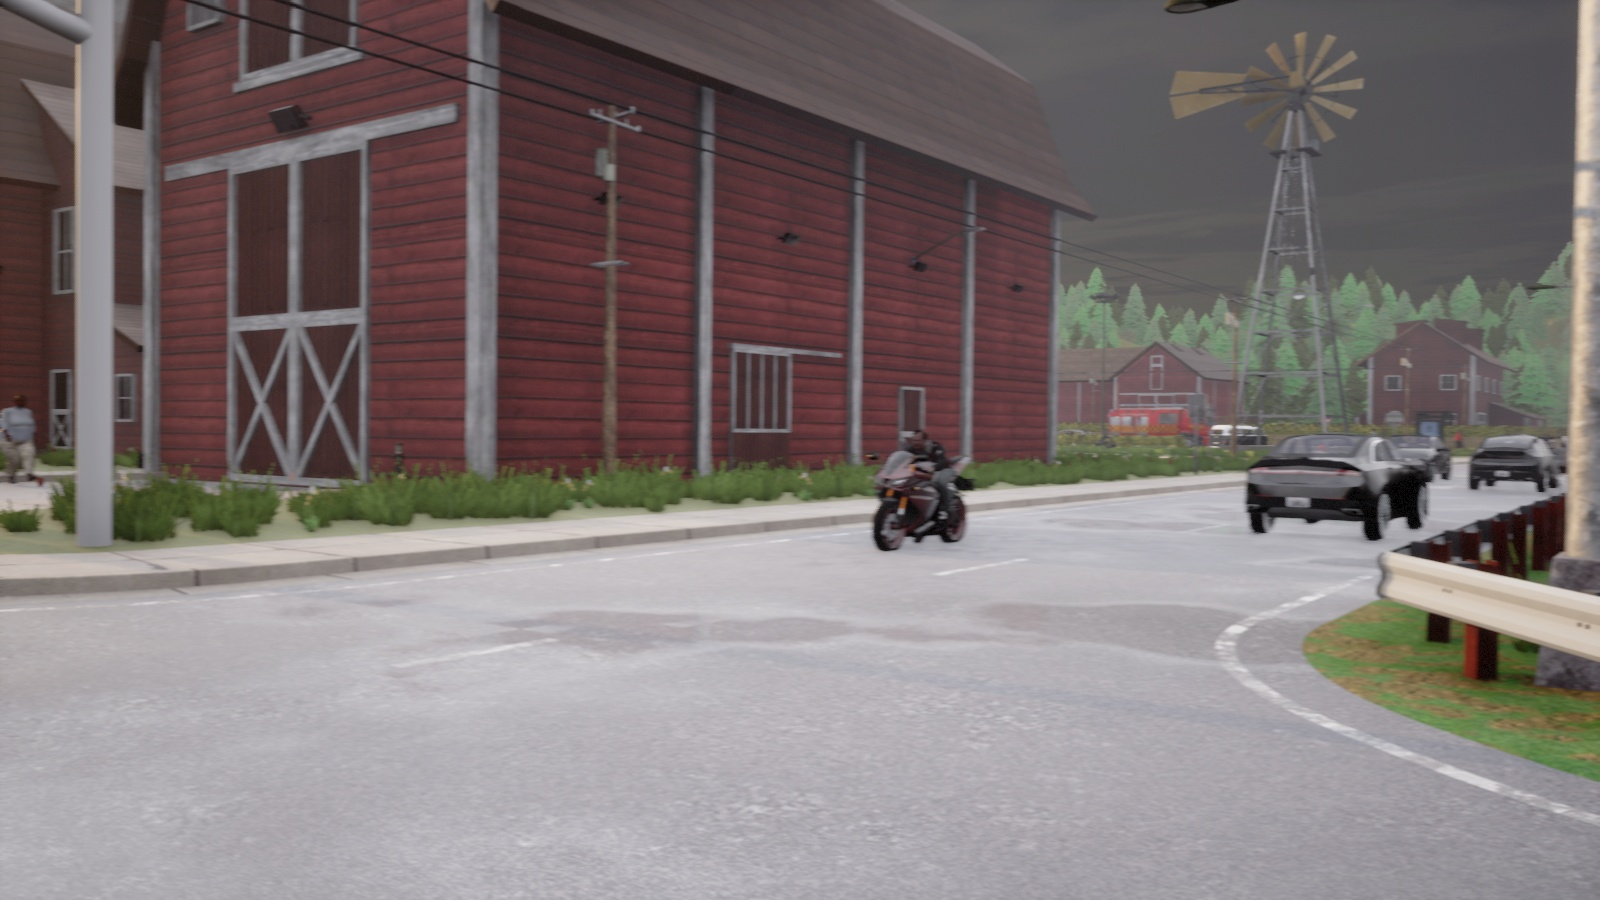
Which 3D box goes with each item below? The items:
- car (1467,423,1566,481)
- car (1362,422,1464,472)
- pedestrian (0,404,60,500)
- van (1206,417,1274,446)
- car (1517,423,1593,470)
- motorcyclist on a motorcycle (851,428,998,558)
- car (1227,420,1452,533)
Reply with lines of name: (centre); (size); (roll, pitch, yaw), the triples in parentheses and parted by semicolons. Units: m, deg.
car: (20.057, 0.003, 35.043); (1.837, 1.490, 4.892); (0, 1, 37)
car: (19.921, -0.144, 40.698); (2.128, 1.511, 4.902); (0, 1, 36)
pedestrian: (-15.403, 0.030, 24.969); (0.900, 1.855, 0.874); (0, 1, 36)
van: (31.500, -1.321, 89.832); (4.480, 2.038, 2.069); (-1, 2, -28)
car: (25.518, -0.155, 42.412); (1.845, 1.501, 3.633); (0, 1, 37)
motorcyclist on a motorcycle: (1.630, 0.492, 16.053); (0.866, 1.530, 2.191); (0, 1, 37)
car: (8.437, 0.309, 19.358); (2.128, 1.511, 4.902); (0, 1, 36)
